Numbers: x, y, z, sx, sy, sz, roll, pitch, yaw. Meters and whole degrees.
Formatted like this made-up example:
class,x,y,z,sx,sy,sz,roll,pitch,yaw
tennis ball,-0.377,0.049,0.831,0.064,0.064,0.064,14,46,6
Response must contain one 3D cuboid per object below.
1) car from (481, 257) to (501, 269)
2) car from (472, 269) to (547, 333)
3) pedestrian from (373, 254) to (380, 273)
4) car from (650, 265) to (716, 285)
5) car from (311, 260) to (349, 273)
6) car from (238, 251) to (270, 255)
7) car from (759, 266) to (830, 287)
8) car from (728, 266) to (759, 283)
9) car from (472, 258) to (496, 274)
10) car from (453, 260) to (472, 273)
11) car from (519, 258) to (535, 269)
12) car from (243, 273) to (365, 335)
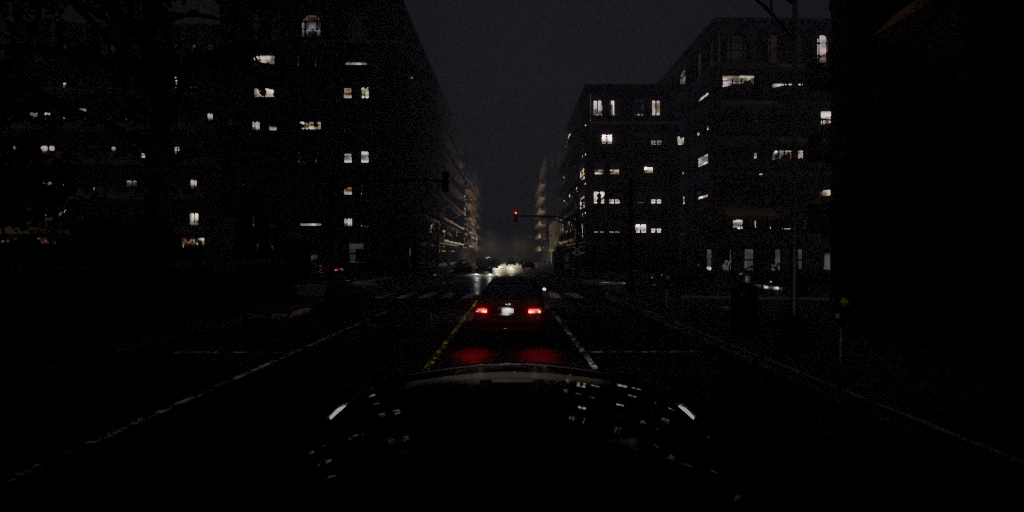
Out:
class,x,y,z,sx,sy,sz,roll,pitch,yaw
car,-3.284,1.096,57.360,2.097,1.767,4.553,0,0,0
car,0.048,1.296,10.692,2.033,1.411,5.357,0,0,3
pedestrian,-12.824,0.649,33.854,0.375,1.860,0.375,0,-1,-1
car,13.675,1.499,28.736,4.902,1.511,2.128,1,0,-1
car,-15.634,1.035,27.902,5.357,1.411,2.033,1,0,4
car,-17.618,0.692,25.043,5.566,2.045,2.150,1,0,-1
car,23.484,1.729,28.896,5.357,1.411,2.033,1,0,-1
car,21.277,1.568,31.419,4.097,1.591,1.967,0,0,-1
car,-3.244,1.271,42.216,1.812,1.442,4.674,0,0,0
car,-5.833,1.184,42.886,1.967,1.591,4.097,0,0,0
car,2.507,1.294,54.188,2.007,1.370,4.403,0,0,0
car,-5.717,1.330,10.475,1.802,1.307,4.207,0,0,0
